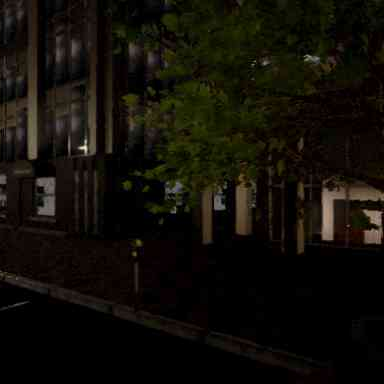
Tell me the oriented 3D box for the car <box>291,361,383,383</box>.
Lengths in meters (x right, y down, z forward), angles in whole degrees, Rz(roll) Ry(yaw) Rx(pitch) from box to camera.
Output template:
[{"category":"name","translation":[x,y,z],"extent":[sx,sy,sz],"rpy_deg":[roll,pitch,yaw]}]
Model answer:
[{"category":"car","translation":[2.425,1.541,1.141],"extent":[4.507,1.381,1.887],"rpy_deg":[0,0,35]}]
